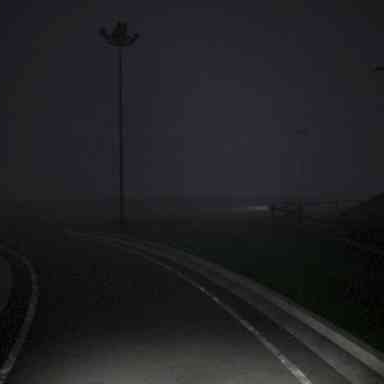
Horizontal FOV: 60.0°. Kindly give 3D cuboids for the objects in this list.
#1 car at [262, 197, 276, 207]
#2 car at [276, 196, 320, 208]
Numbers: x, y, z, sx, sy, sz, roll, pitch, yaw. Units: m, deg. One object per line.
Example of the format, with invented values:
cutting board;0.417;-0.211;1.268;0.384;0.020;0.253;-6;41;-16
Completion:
car;11.975;1.175;43.782;5.357;1.411;2.033;-1;0;-21
car;13.140;1.234;40.479;4.718;1.301;1.895;-1;0;-21
